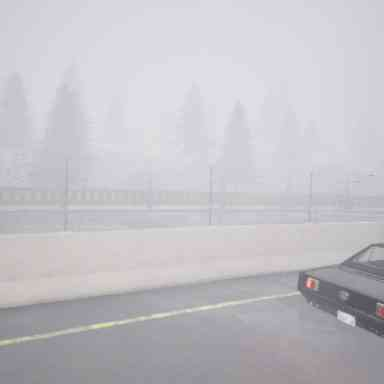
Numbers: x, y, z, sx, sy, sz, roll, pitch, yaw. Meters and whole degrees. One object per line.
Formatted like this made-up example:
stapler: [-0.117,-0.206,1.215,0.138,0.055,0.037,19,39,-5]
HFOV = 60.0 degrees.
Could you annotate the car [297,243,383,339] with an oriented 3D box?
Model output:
car: [4.234,1.567,5.725,4.718,1.301,1.895,1,2,-26]
